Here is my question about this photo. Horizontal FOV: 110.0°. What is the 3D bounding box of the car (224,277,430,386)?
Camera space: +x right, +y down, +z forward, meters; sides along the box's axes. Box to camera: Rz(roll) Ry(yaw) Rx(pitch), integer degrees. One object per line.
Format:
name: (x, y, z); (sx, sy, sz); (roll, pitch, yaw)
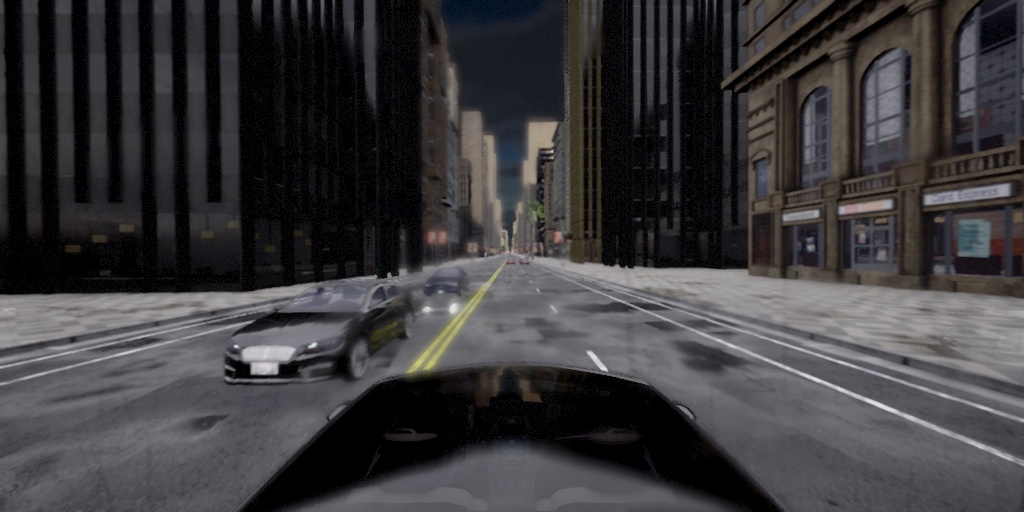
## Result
car: (-3.361, 1.267, 7.311); (2.128, 1.511, 4.902); (0, 0, 0)

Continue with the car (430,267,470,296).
car: (-3.406, 1.343, 19.797); (2.033, 1.411, 5.357); (0, 0, 0)
